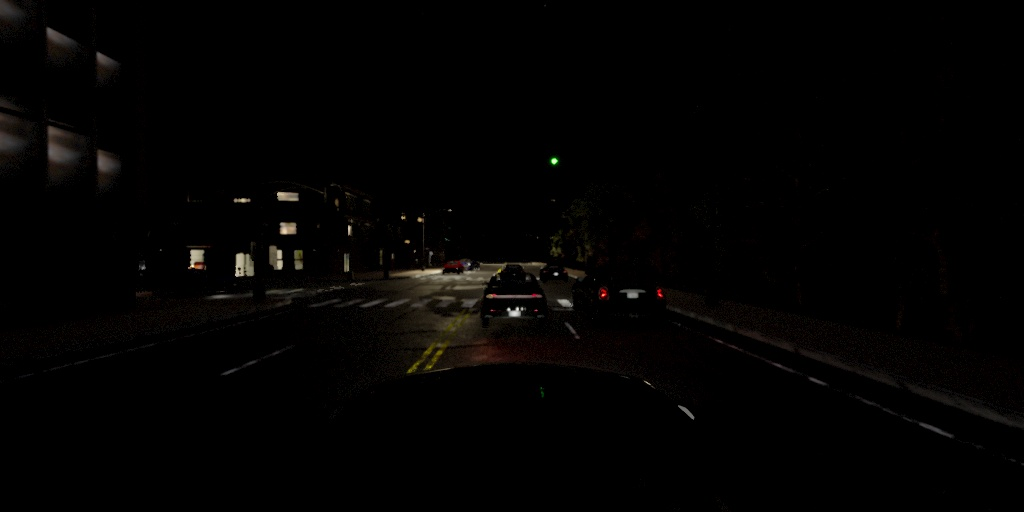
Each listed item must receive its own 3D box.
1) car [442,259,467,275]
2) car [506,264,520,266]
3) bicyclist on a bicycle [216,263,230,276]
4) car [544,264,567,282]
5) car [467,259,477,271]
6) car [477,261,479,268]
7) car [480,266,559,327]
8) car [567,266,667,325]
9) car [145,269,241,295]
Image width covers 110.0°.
[{"bbox_3d":[-6.630,1.279,40.716,1.882,1.535,5.008,0,0,0],"label":"car"},{"bbox_3d":[0.093,1.349,29.238,1.994,1.385,4.181,0,0,0],"label":"car"},{"bbox_3d":[-24.970,1.381,30.917,0.582,1.620,1.656,-1,1,-1],"label":"bicyclist on a bicycle"},{"bbox_3d":[3.343,1.349,29.263,1.994,1.385,4.181,0,0,0],"label":"car"},{"bbox_3d":[-6.644,1.167,50.513,2.097,1.767,4.553,0,0,0],"label":"car"},{"bbox_3d":[-6.603,1.377,61.141,2.033,1.411,5.357,0,0,0],"label":"car"},{"bbox_3d":[0.027,1.254,11.537,2.128,1.511,4.902,0,0,-1],"label":"car"},{"bbox_3d":[3.350,1.115,12.072,2.097,1.767,4.553,0,0,0],"label":"car"},{"bbox_3d":[-19.732,1.553,22.298,5.008,1.535,1.882,-1,1,0],"label":"car"}]
